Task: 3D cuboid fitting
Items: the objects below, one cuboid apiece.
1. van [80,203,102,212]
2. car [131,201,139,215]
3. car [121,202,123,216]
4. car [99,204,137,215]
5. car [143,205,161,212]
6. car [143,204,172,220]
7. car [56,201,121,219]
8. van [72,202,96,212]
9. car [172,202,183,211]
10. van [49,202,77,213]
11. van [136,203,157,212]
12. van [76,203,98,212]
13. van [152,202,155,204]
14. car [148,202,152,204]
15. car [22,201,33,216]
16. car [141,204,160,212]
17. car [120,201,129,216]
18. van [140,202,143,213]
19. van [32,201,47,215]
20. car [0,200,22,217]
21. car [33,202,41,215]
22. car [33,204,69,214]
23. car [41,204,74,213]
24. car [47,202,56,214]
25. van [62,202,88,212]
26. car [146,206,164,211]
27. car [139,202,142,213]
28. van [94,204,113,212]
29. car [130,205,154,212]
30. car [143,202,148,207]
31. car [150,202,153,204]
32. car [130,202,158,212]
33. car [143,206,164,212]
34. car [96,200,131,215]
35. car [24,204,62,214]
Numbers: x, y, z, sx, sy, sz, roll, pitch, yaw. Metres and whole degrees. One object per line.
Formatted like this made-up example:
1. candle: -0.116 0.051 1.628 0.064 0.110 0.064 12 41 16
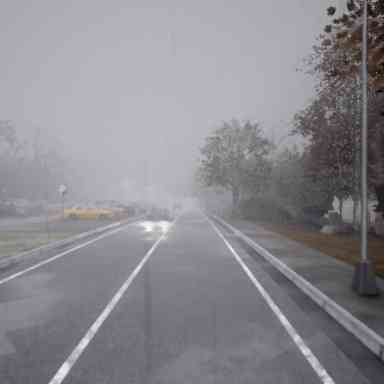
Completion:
1. van: -23.507 3.564 77.256 4.442 1.987 1.878 0 -3 0
2. car: -10.300 2.111 43.970 5.566 2.045 2.435 0 -2 0
3. car: -10.339 2.058 35.645 4.892 1.521 2.231 0 -2 0
4. car: -10.357 2.502 46.733 4.792 1.488 2.163 0 -2 0
5. car: -10.275 4.128 85.546 4.553 1.767 2.185 0 -3 0
6. car: -3.346 2.126 33.258 1.895 1.301 4.718 0 -2 0
7. car: -10.149 1.968 32.877 5.366 1.575 1.946 0 -2 0
8. van: -23.277 3.255 71.716 4.442 1.987 1.878 0 -3 0
9. car: -3.254 3.173 73.904 2.150 2.045 5.566 0 -3 0
10. van: -23.516 2.805 60.795 4.442 1.987 1.878 0 -2 0
11. van: -10.195 3.409 74.464 4.442 1.987 1.878 0 -3 0
12. van: -23.508 3.417 74.615 4.442 1.987 1.878 0 -3 0
13. van: -10.200 3.019 66.161 4.442 1.987 1.878 0 -2 0
14. car: -10.290 3.053 60.601 4.792 1.488 2.163 0 -2 0
15. car: -23.225 2.259 41.411 5.366 1.575 1.946 0 -2 0
16. car: -10.276 3.973 82.774 4.553 1.767 2.185 0 -3 0
17. car: -10.338 2.152 38.415 5.008 1.535 2.097 0 -2 0
18. van: -10.441 2.467 52.291 4.442 1.987 1.878 0 -2 0
19. van: -23.524 2.255 46.954 4.442 1.987 1.878 0 -2 0
20. car: -23.439 1.907 38.654 5.566 2.045 2.435 0 -2 0
21. car: -23.402 2.372 44.176 4.892 1.521 2.231 0 -2 0
22. car: -23.397 2.810 55.250 5.008 1.535 2.097 0 -2 0
23. car: -23.395 2.922 58.018 4.892 1.521 2.231 0 -2 0
24. car: -23.374 2.465 49.718 4.553 1.767 2.185 0 -2 0
25. van: -23.279 3.025 66.330 4.442 1.987 1.878 0 -2 0
26. car: -10.308 4.719 93.854 4.892 1.521 2.231 0 -3 0
27. car: -10.328 2.623 49.506 4.674 1.452 2.002 0 -2 0
28. van: -23.501 4.182 88.319 4.442 1.987 1.878 0 -3 0
29. car: -10.344 3.384 68.930 4.792 1.488 2.163 0 -3 0
30. car: -10.328 2.803 55.056 5.008 1.535 2.097 0 -2 0
31. car: -10.321 3.174 63.376 4.674 1.452 2.002 0 -2 0
32. car: -10.342 3.228 71.693 5.566 2.045 2.435 0 -3 0
33. car: -10.119 4.405 88.311 5.366 1.575 1.946 0 -3 0
34. car: -10.361 2.129 41.195 4.553 1.767 2.185 0 -2 0
35. car: -23.399 2.695 52.356 5.008 1.535 2.097 0 -2 0
